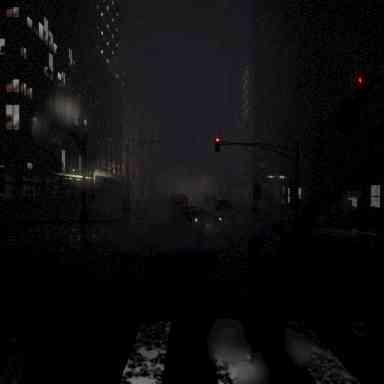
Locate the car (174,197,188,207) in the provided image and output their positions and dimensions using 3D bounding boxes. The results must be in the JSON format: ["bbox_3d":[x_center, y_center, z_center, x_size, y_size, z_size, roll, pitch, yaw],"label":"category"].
[{"bbox_3d":[-1.674,1.571,52.500,1.994,1.385,4.181,0,0,0],"label":"car"}]

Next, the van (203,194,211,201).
[{"bbox_3d":[3.560,1.321,80.461,1.690,1.788,3.998,0,0,0],"label":"van"}]

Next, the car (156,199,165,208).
[{"bbox_3d":[-4.117,1.593,47.248,1.802,1.307,4.206,0,0,0],"label":"car"}]

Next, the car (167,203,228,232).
[{"bbox_3d":[0.193,1.623,20.615,1.895,1.301,4.718,0,0,-20],"label":"car"}]

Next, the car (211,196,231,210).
[{"bbox_3d":[3.847,1.579,41.770,1.947,1.339,4.313,0,0,0],"label":"car"}]

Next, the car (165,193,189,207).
[{"bbox_3d":[-1.597,1.237,38.816,2.150,2.045,5.566,0,0,0],"label":"car"}]

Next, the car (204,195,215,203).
[{"bbox_3d":[3.628,1.432,69.407,1.967,1.590,4.097,0,0,0],"label":"car"}]

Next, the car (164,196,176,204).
[{"bbox_3d":[-4.218,1.564,63.830,1.947,1.339,4.313,0,0,0],"label":"car"}]

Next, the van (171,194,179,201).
[{"bbox_3d":[-4.354,1.315,85.940,1.690,1.788,3.998,0,0,0],"label":"van"}]

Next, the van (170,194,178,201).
[{"bbox_3d":[-4.320,1.321,80.413,1.690,1.788,3.998,0,0,0],"label":"van"}]

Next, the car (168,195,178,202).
[{"bbox_3d":[-4.286,1.426,74.886,1.967,1.590,4.097,0,0,0],"label":"car"}]

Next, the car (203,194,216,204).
[{"bbox_3d":[3.662,1.313,63.878,2.192,1.841,5.009,0,0,0],"label":"car"}]
